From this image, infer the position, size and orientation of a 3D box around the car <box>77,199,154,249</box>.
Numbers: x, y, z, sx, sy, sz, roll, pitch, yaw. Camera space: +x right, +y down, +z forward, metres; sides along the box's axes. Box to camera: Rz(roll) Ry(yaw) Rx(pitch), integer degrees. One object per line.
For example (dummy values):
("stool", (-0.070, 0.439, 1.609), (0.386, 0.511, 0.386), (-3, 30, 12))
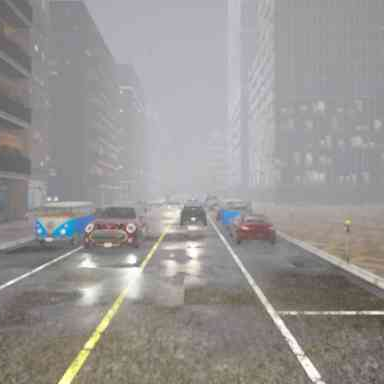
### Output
("car", (-3.103, 1.359, 14.508), (2.097, 1.767, 4.553), (0, 0, 0))

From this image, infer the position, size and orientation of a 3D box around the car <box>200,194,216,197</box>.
("car", (2.698, 1.337, 48.057), (2.192, 1.841, 5.009), (1, 0, 0))

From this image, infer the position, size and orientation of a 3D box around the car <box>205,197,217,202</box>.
("car", (2.696, 1.599, 37.521), (1.802, 1.307, 4.206), (1, 0, 0))

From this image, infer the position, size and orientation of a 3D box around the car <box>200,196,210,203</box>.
("car", (2.688, 1.614, 70.088), (1.802, 1.307, 4.206), (1, 0, 0))

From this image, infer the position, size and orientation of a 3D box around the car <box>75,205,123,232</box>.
("car", (-5.648, 1.592, 20.776), (1.802, 1.307, 4.206), (1, 0, 0))

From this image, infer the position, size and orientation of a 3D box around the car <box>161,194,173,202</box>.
("car", (-5.688, 1.350, 75.577), (2.192, 1.841, 5.009), (1, 0, 0))

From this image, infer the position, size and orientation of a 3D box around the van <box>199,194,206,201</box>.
("van", (2.689, 1.381, 86.613), (1.690, 1.788, 3.998), (1, 0, 0))

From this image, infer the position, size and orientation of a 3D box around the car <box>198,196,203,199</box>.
("car", (0.091, 1.567, 42.827), (2.033, 1.411, 5.357), (0, 0, 0))

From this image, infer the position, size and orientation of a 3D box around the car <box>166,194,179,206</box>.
("car", (-3.063, 1.573, 56.163), (2.033, 1.411, 5.357), (0, 0, 1))

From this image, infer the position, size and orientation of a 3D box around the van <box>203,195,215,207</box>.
("van", (2.697, 1.365, 53.565), (1.690, 1.788, 3.998), (1, 0, 0))

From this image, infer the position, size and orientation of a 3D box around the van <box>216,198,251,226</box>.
("van", (2.704, 1.351, 20.879), (1.690, 1.788, 3.998), (1, 0, 0))

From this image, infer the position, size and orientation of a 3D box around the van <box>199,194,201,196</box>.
("van", (2.694, 1.370, 64.581), (1.690, 1.788, 3.998), (1, 0, 0))

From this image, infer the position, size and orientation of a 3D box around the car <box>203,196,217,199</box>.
("car", (2.694, 1.601, 42.549), (1.802, 1.307, 4.206), (1, 0, 0))

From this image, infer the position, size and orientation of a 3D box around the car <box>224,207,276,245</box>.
("car", (2.701, 1.589, 15.331), (1.802, 1.307, 4.206), (1, 0, 0))

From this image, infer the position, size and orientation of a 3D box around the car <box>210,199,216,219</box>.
("car", (2.699, 1.557, 26.426), (1.887, 1.381, 4.507), (1, 0, 0))

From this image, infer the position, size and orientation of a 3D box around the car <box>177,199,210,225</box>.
("car", (0.095, 1.515, 23.994), (1.837, 1.490, 4.892), (0, 0, 0))

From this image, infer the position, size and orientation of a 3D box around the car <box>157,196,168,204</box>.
("car", (-5.689, 1.555, 64.385), (1.752, 1.417, 4.829), (1, 0, 0))

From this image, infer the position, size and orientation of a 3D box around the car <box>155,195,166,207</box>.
("car", (-5.687, 1.550, 53.362), (1.752, 1.417, 4.829), (1, 0, 0))

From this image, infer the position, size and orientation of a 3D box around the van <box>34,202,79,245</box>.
("van", (-5.641, 1.349, 15.229), (1.690, 1.788, 3.998), (1, 0, 0))
